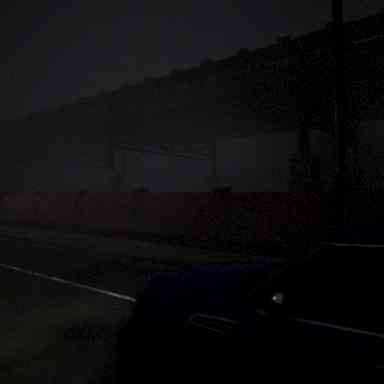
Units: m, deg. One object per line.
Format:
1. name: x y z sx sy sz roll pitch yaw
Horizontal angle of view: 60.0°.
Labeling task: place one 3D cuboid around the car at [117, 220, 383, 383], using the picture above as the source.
1. car: 1.882 1.221 2.648 5.566 2.045 2.150 0 0 35
